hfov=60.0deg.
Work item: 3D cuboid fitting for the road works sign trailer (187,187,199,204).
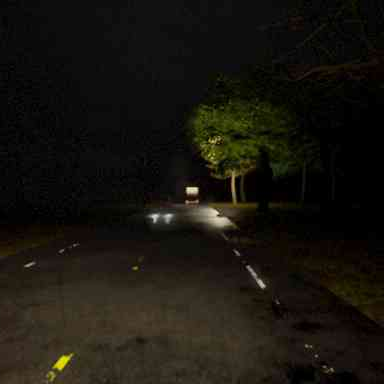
[{"bbox_3d":[0.058,0.763,68.736,2.380,3.560,2.880,0,1,0],"label":"road works sign trailer"}]

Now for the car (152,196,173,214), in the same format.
[{"bbox_3d":[-3.559,1.543,41.188,2.150,2.045,5.566,0,0,0],"label":"car"}]
